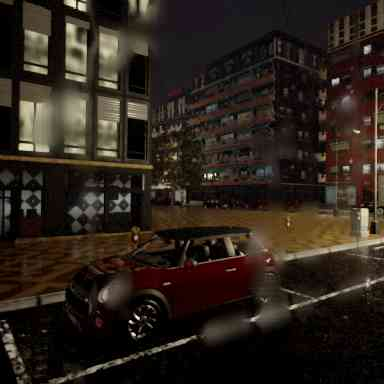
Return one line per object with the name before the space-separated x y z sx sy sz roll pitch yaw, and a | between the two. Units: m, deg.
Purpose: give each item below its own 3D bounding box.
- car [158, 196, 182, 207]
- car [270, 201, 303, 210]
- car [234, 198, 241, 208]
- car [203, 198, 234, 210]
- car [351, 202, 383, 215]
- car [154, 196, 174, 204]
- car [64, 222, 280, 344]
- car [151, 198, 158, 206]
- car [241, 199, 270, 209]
car | -3.325 1.749 55.040 1.887 1.381 4.507 1 -1 -35
car | 13.336 1.828 45.972 1.802 1.307 4.206 1 -1 -35
car | 6.795 1.747 55.238 1.967 1.590 4.097 1 -1 -35
car | 3.216 1.694 45.776 2.008 1.369 4.403 1 -1 -35
car | 19.877 1.752 36.708 1.947 1.339 4.313 1 -1 -35
car | -6.288 1.746 73.769 2.192 1.841 5.009 1 -1 -35
car | -0.251 1.443 6.364 4.097 1.590 1.967 0 1 -35
car | -6.596 1.780 59.673 1.887 1.381 4.507 1 -1 -35
car | 10.065 1.821 50.605 1.887 1.381 4.507 1 -1 -35
